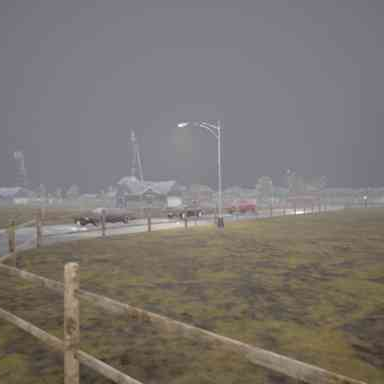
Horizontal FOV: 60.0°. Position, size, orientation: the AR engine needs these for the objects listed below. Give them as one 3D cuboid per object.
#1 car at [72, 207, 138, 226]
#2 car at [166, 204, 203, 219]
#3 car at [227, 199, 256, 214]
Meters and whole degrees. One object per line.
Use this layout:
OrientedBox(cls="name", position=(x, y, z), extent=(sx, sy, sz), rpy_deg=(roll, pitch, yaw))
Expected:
OrientedBox(cls="car", position=(-6.699, 1.878, 26.339), extent=(2.033, 1.411, 5.357), rpy_deg=(-2, -2, 36))
OrientedBox(cls="car", position=(-0.680, 2.007, 34.755), extent=(1.837, 1.490, 4.892), rpy_deg=(-2, -2, 36))
OrientedBox(cls="car", position=(6.899, 1.944, 45.336), extent=(2.150, 2.045, 5.566), rpy_deg=(-2, -2, 36))
